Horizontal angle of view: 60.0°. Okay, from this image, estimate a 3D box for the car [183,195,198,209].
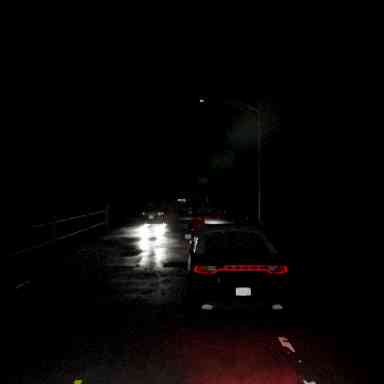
[{"bbox_3d":[0.125,1.442,45.640,1.882,1.535,5.008,0,0,1],"label":"car"}]

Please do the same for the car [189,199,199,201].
[{"bbox_3d":[0.881,1.489,23.901,1.837,1.490,4.892,0,0,0],"label":"car"}]

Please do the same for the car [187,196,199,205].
[{"bbox_3d":[0.140,1.449,58.938,2.033,1.411,5.357,0,1,0],"label":"car"}]

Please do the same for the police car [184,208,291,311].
[{"bbox_3d":[0.843,1.420,8.007,1.930,1.638,5.238,0,0,0],"label":"police car"}]

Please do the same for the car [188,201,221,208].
[{"bbox_3d":[0.867,1.466,17.900,1.882,1.535,5.008,0,0,0],"label":"car"}]

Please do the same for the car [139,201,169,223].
[{"bbox_3d":[-2.791,1.474,25.218,2.128,1.511,4.902,0,0,0],"label":"car"}]

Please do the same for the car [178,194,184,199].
[{"bbox_3d":[-2.548,1.160,83.960,1.994,1.385,4.181,0,1,0],"label":"car"}]
